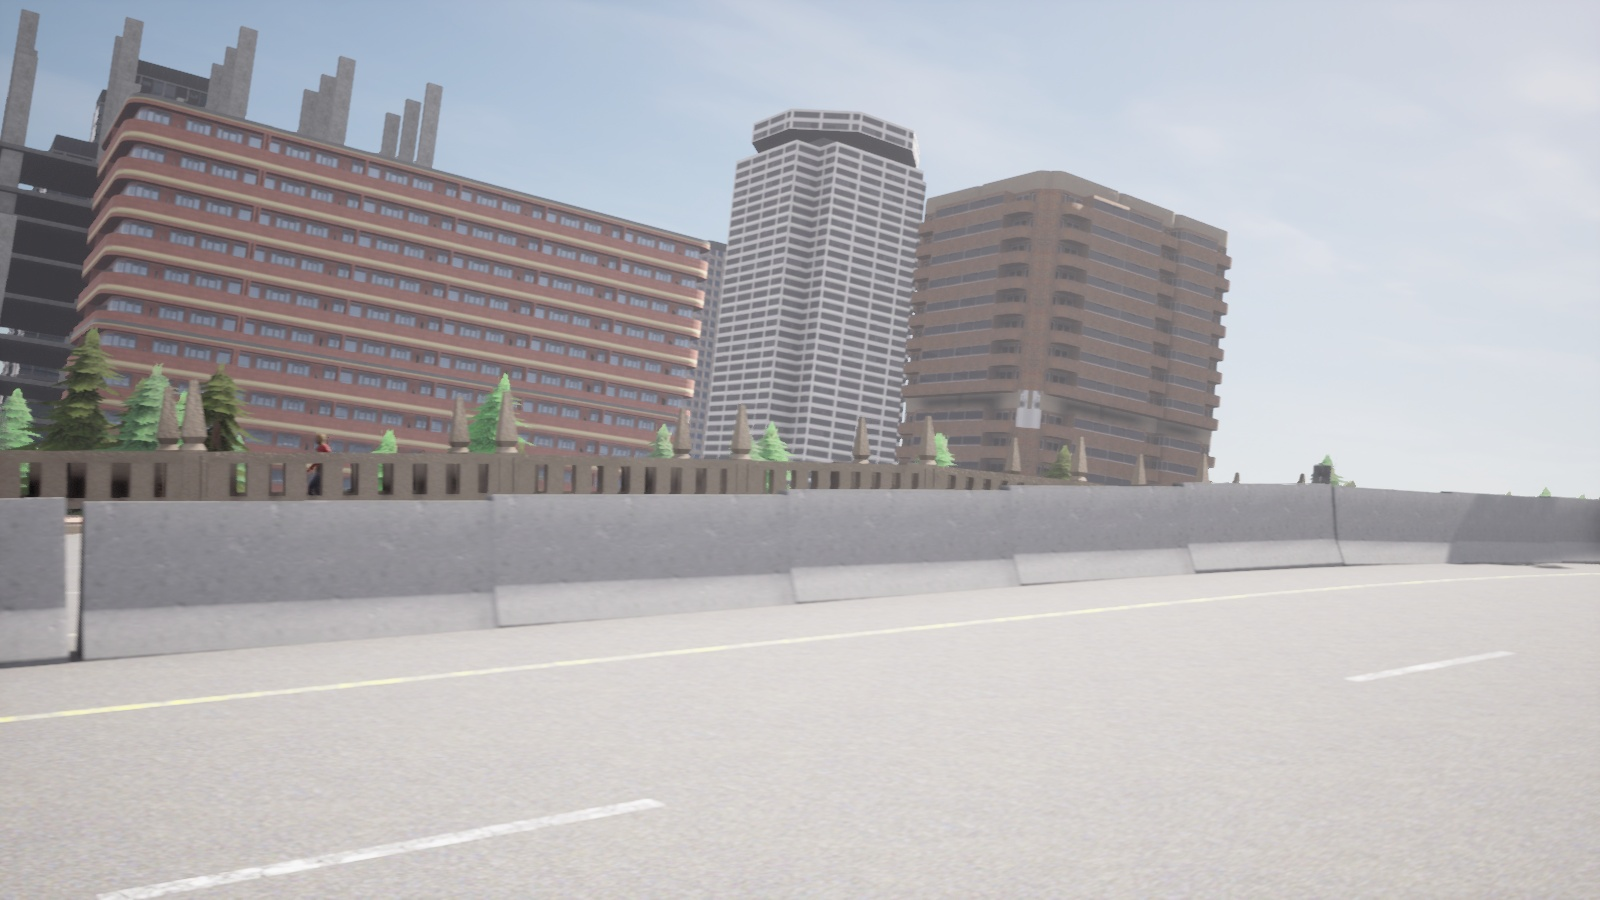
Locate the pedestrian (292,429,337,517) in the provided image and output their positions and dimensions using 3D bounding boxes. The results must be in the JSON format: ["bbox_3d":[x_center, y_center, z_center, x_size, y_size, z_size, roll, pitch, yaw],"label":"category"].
[{"bbox_3d":[-10.475,0.499,27.101,0.636,1.846,0.331,9,-5,-34],"label":"pedestrian"}]
